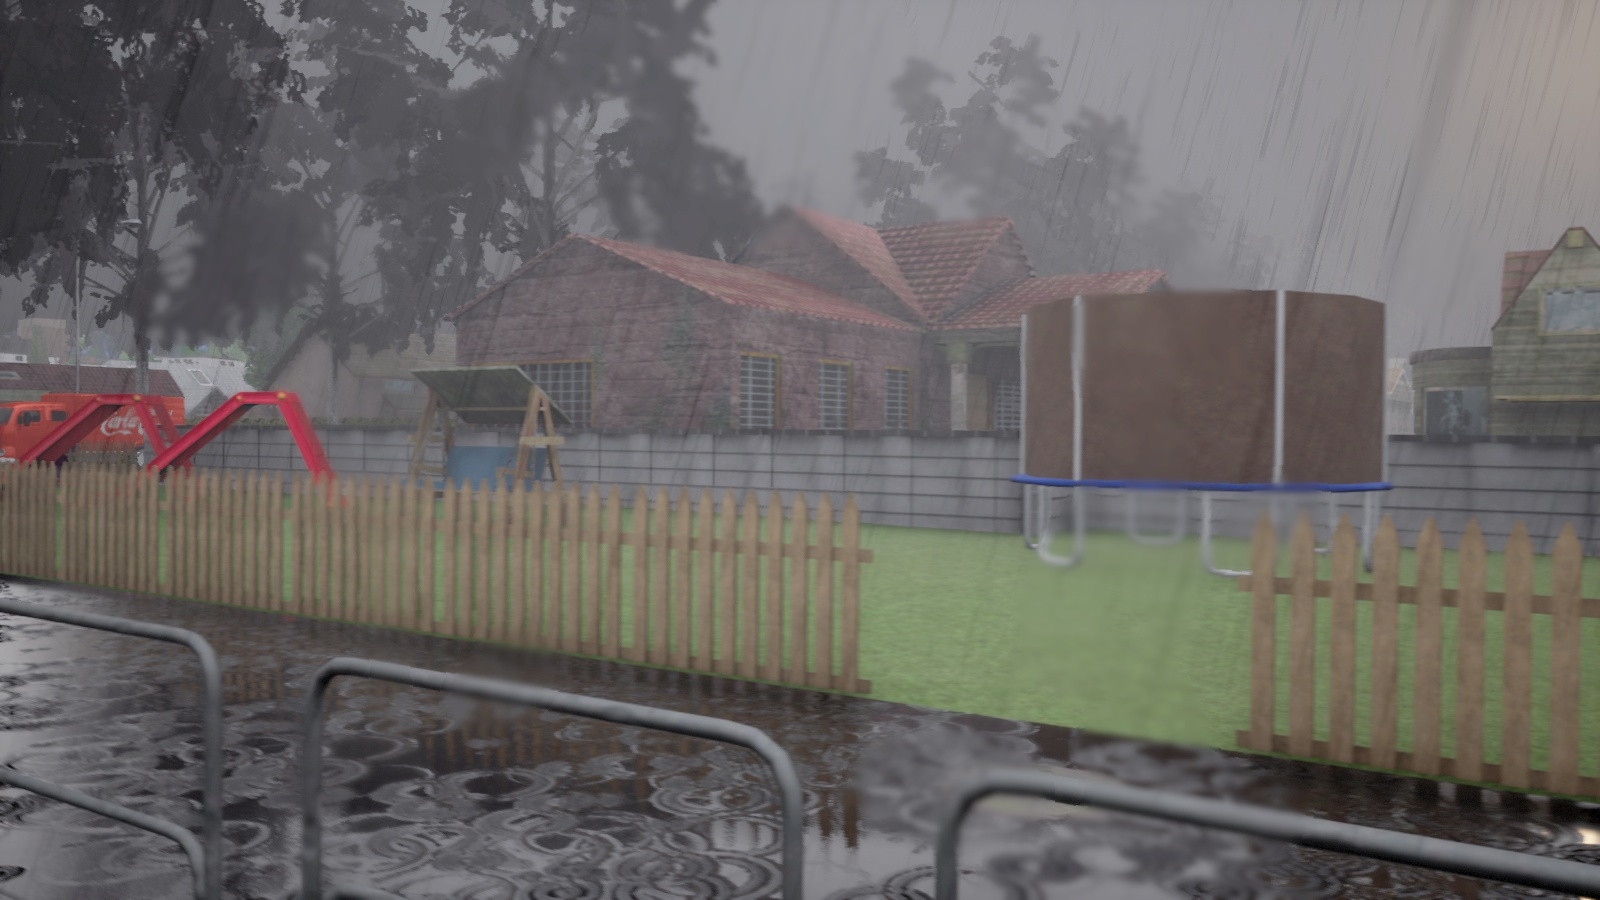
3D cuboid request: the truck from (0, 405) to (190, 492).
[{"bbox_3d":[-21.839,-0.079,38.243,2.627,2.467,5.204,0,1,34],"label":"truck"}]
